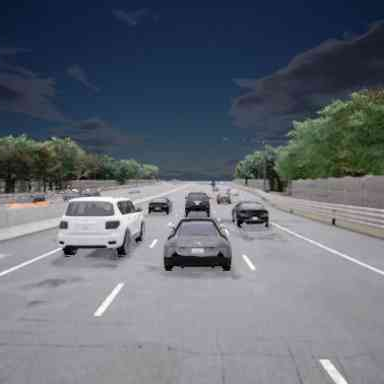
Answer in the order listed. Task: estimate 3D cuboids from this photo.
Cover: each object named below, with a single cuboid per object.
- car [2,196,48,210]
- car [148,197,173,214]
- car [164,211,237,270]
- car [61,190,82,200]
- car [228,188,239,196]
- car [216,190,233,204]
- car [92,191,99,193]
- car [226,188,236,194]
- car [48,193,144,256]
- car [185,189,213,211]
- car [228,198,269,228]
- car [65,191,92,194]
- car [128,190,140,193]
[{"bbox_3d":[-13.736,1.176,27.735,2.097,1.767,4.553,0,1,2],"label":"car"},{"bbox_3d":[-2.939,1.229,31.596,1.882,1.535,5.008,0,1,2],"label":"car"},{"bbox_3d":[0.174,1.555,11.016,1.994,1.385,4.181,0,0,1],"label":"car"},{"bbox_3d":[-22.244,0.519,61.775,2.128,1.511,4.902,0,2,0],"label":"car"},{"bbox_3d":[9.042,0.089,72.065,1.812,1.442,4.674,0,2,5],"label":"car"},{"bbox_3d":[4.526,0.878,47.923,1.812,1.442,4.674,0,2,2],"label":"car"},{"bbox_3d":[-19.244,0.496,64.239,2.033,1.411,5.357,0,2,3],"label":"car"},{"bbox_3d":[9.665,-0.269,82.077,2.033,1.411,5.357,0,2,3],"label":"car"},{"bbox_3d":[-3.308,1.202,13.131,2.150,2.045,5.566,0,0,1],"label":"car"},{"bbox_3d":[0.514,1.003,29.946,2.150,2.045,5.566,0,1,1],"label":"car"},{"bbox_3d":[3.700,1.355,21.707,1.882,1.535,5.008,0,1,1],"label":"car"},{"bbox_3d":[-16.583,0.932,47.578,2.033,1.411,5.357,0,1,3],"label":"car"},{"bbox_3d":[-12.005,0.286,68.944,2.033,1.411,5.357,0,2,3],"label":"car"}]
